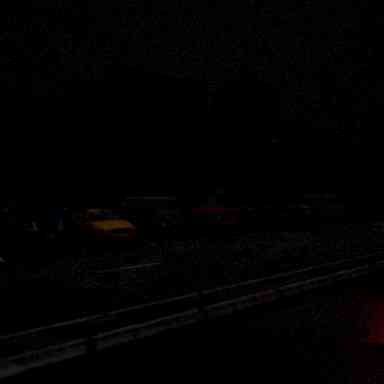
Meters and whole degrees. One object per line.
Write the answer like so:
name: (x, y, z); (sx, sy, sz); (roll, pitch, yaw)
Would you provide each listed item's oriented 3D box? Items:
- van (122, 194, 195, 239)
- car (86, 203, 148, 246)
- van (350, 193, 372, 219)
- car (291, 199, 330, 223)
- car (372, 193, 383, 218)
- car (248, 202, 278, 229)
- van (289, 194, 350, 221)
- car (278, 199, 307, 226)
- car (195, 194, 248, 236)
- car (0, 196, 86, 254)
van: (-2.039, 1.203, 17.063); (1.878, 1.987, 4.442); (0, 0, -35)
car: (-4.265, 1.435, 15.399); (1.946, 1.575, 5.366); (0, 0, -35)
van: (11.559, 1.172, 26.711); (1.878, 1.987, 4.442); (0, 0, -35)
car: (6.859, 1.444, 23.516); (2.002, 1.452, 4.674); (0, 0, -35)
car: (13.743, 1.146, 28.438); (2.435, 2.045, 5.566); (0, 0, -35)
car: (2.431, 1.415, 20.369); (2.231, 1.521, 4.892); (0, 0, -35)
van: (9.159, 1.175, 25.294); (1.878, 1.987, 4.442); (0, 0, -35)
car: (4.710, 1.438, 21.958); (2.163, 1.488, 4.792); (0, 0, -35)
car: (0.175, 1.169, 18.742); (2.435, 2.045, 5.566); (0, 0, -35)
car: (-6.623, 1.196, 13.919); (2.435, 2.045, 5.566); (0, 0, -35)
